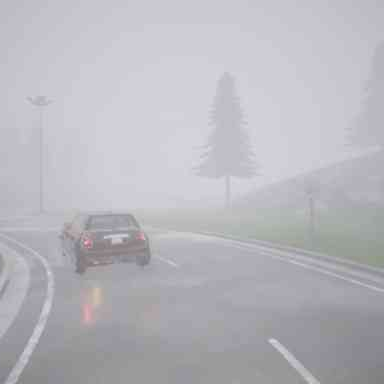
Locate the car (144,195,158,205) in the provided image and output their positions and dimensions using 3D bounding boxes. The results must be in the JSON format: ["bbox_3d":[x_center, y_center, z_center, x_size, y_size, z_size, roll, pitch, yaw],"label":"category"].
[{"bbox_3d":[-5.364,1.384,58.892,5.008,1.535,1.882,-1,0,-40],"label":"car"}]

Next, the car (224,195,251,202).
[{"bbox_3d":[9.193,1.326,66.602,4.181,1.385,1.994,-1,0,-40],"label":"car"}]

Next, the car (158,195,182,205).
[{"bbox_3d":[-2.776,1.396,56.512,4.892,1.490,1.837,0,0,-40],"label":"car"}]

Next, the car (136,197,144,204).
[{"bbox_3d":[-7.923,1.399,61.290,5.008,1.535,1.882,-1,0,-40],"label":"car"}]

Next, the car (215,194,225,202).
[{"bbox_3d":[6.225,1.285,68.661,4.892,1.490,1.837,-1,0,-40],"label":"car"}]

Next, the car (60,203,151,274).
[{"bbox_3d":[-3.021,1.351,10.940,2.097,1.767,4.553,-1,0,-27],"label":"car"}]

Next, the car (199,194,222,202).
[{"bbox_3d":[3.990,1.290,71.352,4.892,1.490,1.837,-1,0,-40],"label":"car"}]

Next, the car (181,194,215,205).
[{"bbox_3d":[1.055,1.462,55.178,4.718,1.301,1.895,-1,0,-40],"label":"car"}]
